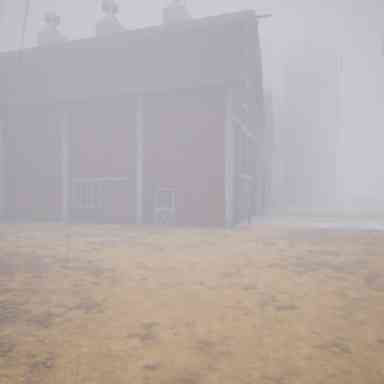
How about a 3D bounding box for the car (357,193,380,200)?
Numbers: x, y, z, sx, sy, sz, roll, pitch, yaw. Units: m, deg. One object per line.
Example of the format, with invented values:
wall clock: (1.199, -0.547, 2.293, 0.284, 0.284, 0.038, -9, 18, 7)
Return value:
car: (41.948, 1.129, 78.421, 3.988, 1.617, 1.851, 0, 0, 19)
